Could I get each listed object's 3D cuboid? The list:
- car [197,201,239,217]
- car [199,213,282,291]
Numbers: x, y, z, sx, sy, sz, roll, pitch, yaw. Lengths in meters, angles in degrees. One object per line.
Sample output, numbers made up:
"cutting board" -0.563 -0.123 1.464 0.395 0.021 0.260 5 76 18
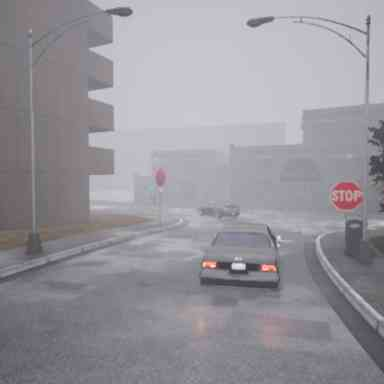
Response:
"car" 2.138 1.491 28.728 2.128 1.511 4.902 0 0 -28
"car" 1.470 1.566 9.198 2.033 1.411 5.357 0 0 12
